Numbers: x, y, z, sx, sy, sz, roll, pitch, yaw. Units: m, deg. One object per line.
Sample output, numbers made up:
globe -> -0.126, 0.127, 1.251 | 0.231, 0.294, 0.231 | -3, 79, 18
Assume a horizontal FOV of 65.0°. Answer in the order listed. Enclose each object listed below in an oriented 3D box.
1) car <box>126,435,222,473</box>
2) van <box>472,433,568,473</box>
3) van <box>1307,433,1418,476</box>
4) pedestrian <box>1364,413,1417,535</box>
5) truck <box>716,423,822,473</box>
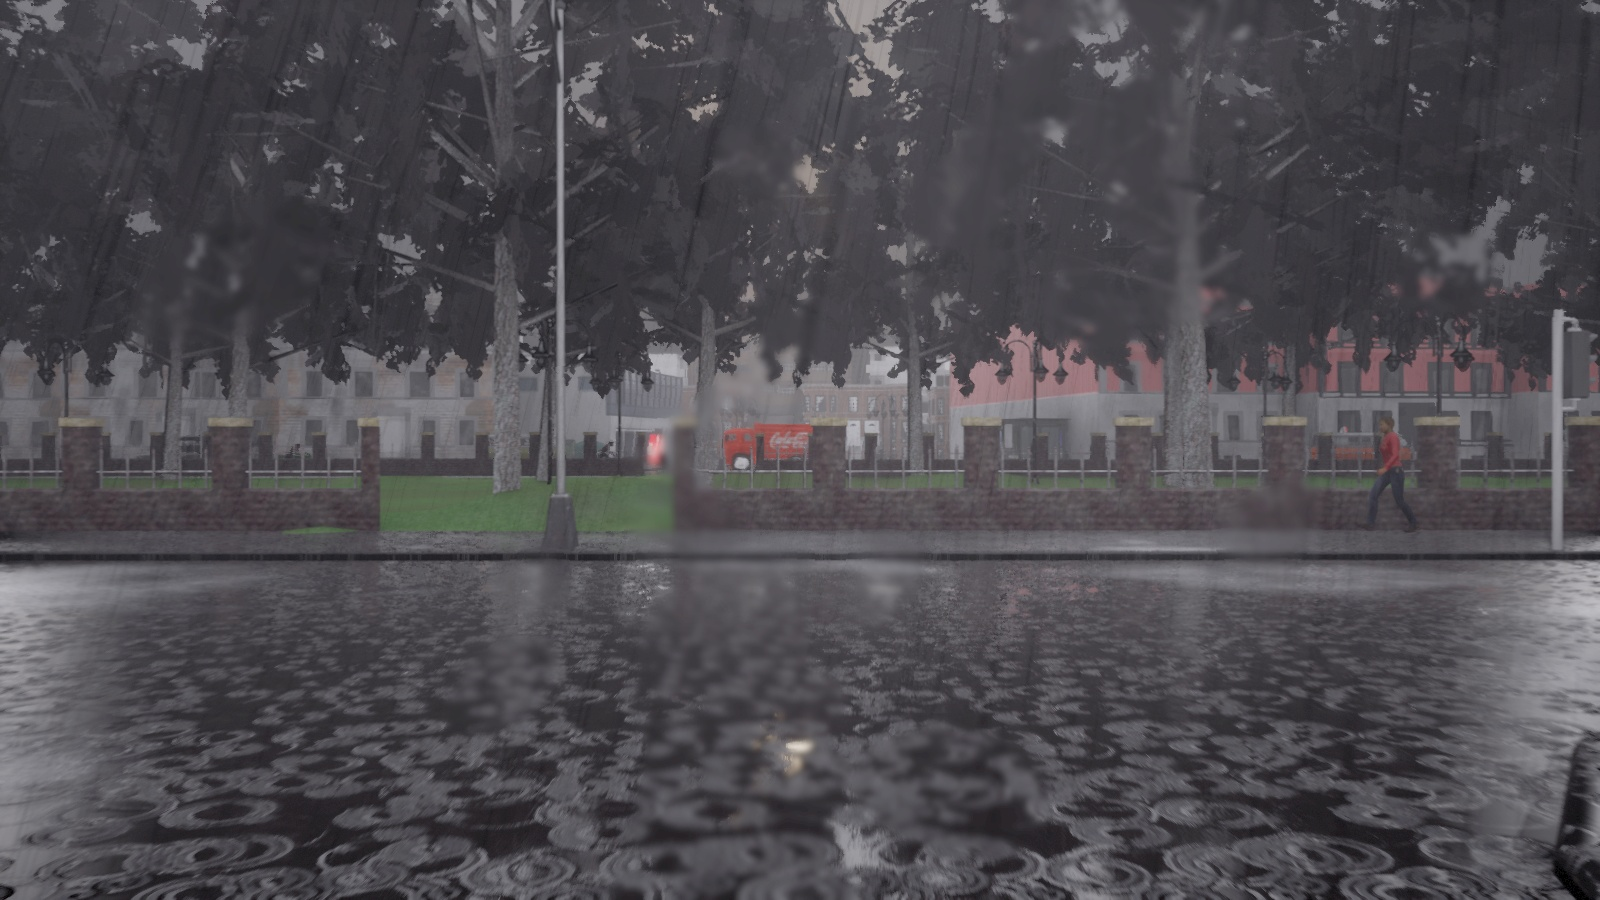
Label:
car -> -31.467, 0.172, 63.221 | 3.866, 1.878, 1.905 | 0, 0, 0
van -> -14.055, 0.142, 63.188 | 4.442, 1.987, 1.775 | 0, 0, 0
van -> 26.417, 0.197, 59.075 | 4.442, 1.987, 1.775 | 0, 0, 1
pedestrian -> 9.015, 0.358, 19.177 | 0.636, 1.846, 0.331 | 0, 0, 0
truck -> -1.522, -0.087, 63.150 | 5.204, 2.467, 2.627 | 0, 0, 0
